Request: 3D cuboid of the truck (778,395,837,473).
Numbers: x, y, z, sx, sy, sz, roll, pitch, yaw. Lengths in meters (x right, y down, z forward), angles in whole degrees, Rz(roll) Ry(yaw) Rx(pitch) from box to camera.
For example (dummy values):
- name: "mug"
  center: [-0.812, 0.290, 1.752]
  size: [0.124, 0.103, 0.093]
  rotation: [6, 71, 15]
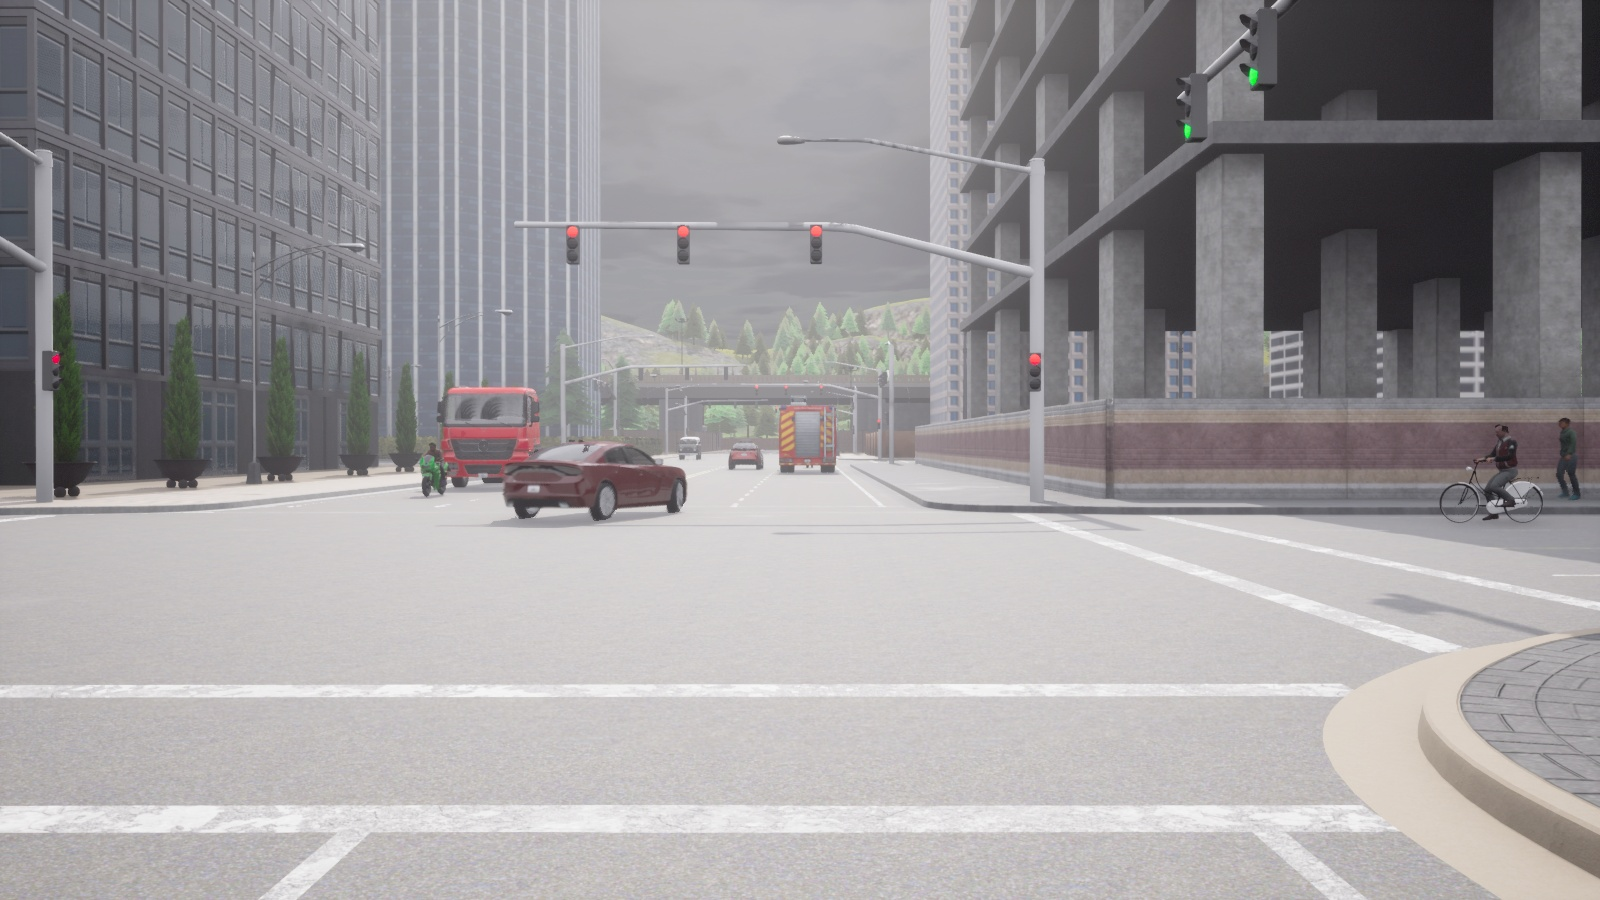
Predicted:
- name: "truck"
  center: [0.394, -0.789, 65.806]
  size: [2.891, 3.827, 8.468]
  rotation: [0, 0, 0]

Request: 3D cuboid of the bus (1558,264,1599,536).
- name: "bus"
  center: [17.662, -0.777, 18.774]
  size: [10.273, 4.253, 3.944]
  rotation: [0, 0, 0]

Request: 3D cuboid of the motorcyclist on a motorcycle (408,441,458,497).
- name: "motorcyclist on a motorcycle"
  center: [-10.282, 0.521, 35.276]
  size: [0.797, 1.523, 2.044]
  rotation: [0, 0, 0]

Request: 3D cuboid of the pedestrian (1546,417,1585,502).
- name: "pedestrian"
  center: [16.855, 0.209, 27.654]
  size: [0.614, 1.847, 0.353]
  rotation: [0, 0, 2]

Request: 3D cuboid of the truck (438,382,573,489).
- name: "truck"
  center: [-10.232, -0.495, 44.546]
  size: [2.891, 3.462, 7.936]
  rotation: [0, 0, 0]

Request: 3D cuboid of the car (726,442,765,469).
- name: "car"
  center: [-3.074, 0.288, 71.449]
  size: [2.007, 1.525, 4.514]
  rotation: [0, 0, 0]

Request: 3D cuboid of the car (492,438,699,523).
- name: "car"
  center: [-3.973, 0.559, 25.436]
  size: [1.882, 1.535, 5.008]
  rotation: [0, 0, 21]

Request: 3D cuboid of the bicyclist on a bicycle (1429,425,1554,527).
- name: "bicyclist on a bicycle"
  center: [12.256, 0.446, 22.293]
  size: [1.843, 1.776, 0.659]
  rotation: [0, 0, 0]
